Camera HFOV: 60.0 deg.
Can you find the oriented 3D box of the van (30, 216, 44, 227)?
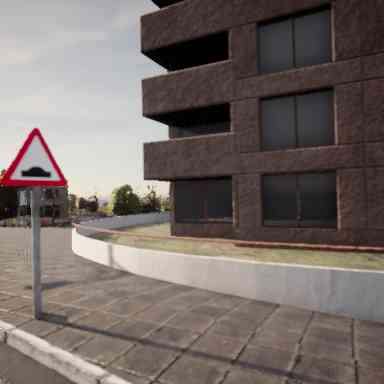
[{"bbox_3d":[-29.627,5.317,59.681,4.442,1.987,1.878,-1,-6,6],"label":"van"}]

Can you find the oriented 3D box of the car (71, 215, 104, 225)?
[{"bbox_3d":[-23.143,6.730,73.199,5.566,2.045,2.435,-1,-6,6],"label":"car"}]

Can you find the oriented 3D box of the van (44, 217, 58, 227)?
[{"bbox_3d":[-28.301,5.605,62.388,4.442,1.987,1.878,-1,-6,6],"label":"van"}]

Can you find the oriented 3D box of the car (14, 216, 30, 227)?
[{"bbox_3d":[-31.256,5.253,56.982,5.366,1.575,1.946,0,-6,6],"label":"car"}]

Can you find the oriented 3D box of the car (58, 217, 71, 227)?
[{"bbox_3d":[-27.086,6.118,65.069,4.892,1.521,2.231,-1,-6,6],"label":"car"}]

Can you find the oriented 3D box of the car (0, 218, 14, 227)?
[{"bbox_3d":[-32.401,5.007,54.258,4.674,1.452,2.002,-1,-6,6],"label":"car"}]
